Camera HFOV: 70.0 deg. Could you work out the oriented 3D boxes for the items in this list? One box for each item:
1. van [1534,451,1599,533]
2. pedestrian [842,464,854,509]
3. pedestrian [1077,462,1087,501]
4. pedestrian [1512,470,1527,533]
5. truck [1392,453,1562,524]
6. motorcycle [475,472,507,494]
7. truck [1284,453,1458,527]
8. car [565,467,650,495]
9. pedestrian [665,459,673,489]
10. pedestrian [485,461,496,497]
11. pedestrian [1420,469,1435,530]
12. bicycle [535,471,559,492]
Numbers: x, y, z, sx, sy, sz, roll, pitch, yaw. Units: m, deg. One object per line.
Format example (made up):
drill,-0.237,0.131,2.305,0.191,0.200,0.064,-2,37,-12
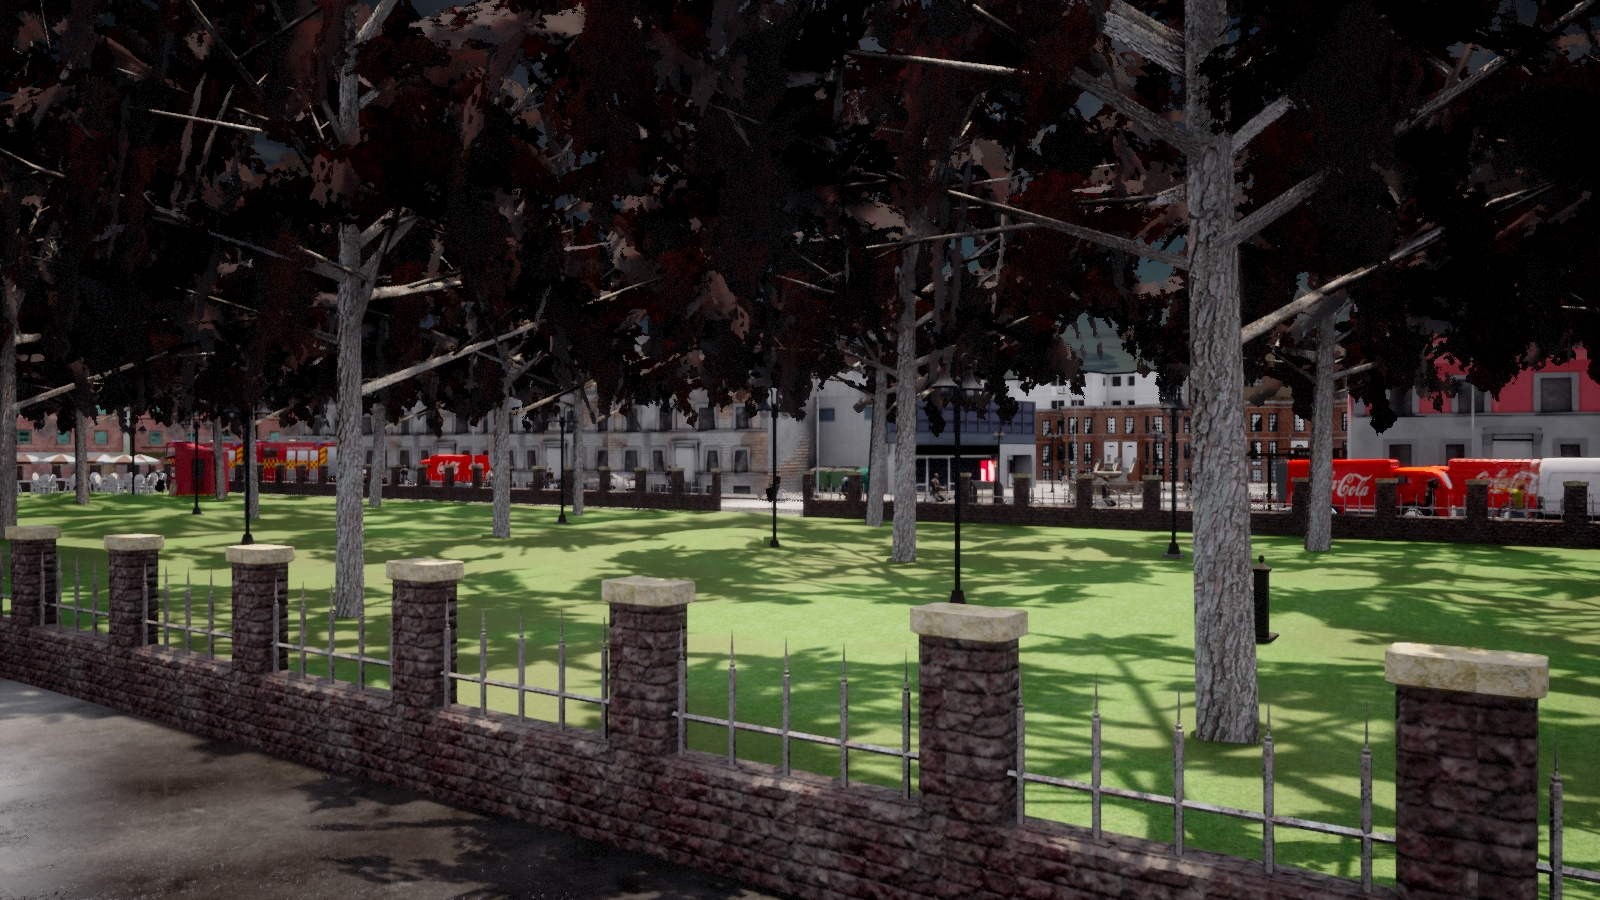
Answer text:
van,26.762,1.315,36.085,5.915,2.561,1.988,0,0,35
pedestrian,1.992,1.526,47.638,0.375,1.860,0.375,0,0,34
pedestrian,13.730,1.524,55.629,0.375,1.860,0.375,0,0,37
pedestrian,21.396,1.524,33.981,0.375,1.860,0.375,0,0,35
truck,24.985,1.348,42.209,5.204,2.467,2.627,0,0,35
motorcycle,-18.345,1.961,67.795,1.805,1.236,0.856,0,0,35
truck,20.272,1.348,40.631,5.204,2.467,2.627,0,0,35
car,-11.432,1.827,67.802,4.902,1.511,2.128,0,0,35
pedestrian,-8.229,1.524,71.802,0.375,1.860,0.375,0,0,23
pedestrian,-16.397,1.525,60.554,0.375,1.860,0.375,0,0,36
pedestrian,19.418,1.525,35.365,0.375,1.860,0.375,0,0,36
bicycle,-15.681,1.939,70.806,1.835,1.271,0.329,0,0,35
